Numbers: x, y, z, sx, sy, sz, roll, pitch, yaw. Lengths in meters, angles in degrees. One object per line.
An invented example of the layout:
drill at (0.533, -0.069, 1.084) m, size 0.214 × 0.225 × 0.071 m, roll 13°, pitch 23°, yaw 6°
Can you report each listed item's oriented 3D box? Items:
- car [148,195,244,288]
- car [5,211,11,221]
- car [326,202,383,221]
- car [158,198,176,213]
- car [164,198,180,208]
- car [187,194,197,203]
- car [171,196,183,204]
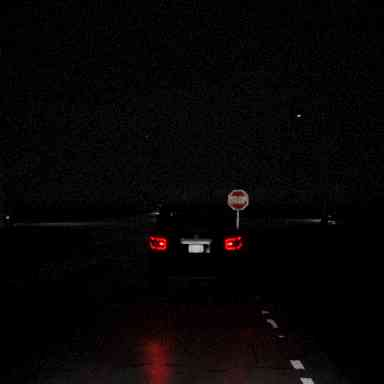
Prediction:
car at (0.090, 1.228, 9.401) m, size 2.150 × 2.045 × 5.566 m, roll 0°, pitch 0°, yaw 0°
car at (-15.516, 1.568, 23.544) m, size 4.902 × 1.511 × 2.128 m, roll 0°, pitch -1°, yaw -2°
car at (13.637, 1.544, 26.607) m, size 5.357 × 1.411 × 2.033 m, roll 0°, pitch -1°, yaw -1°
car at (-2.840, 1.509, 39.094) m, size 1.882 × 1.535 × 5.008 m, roll 0°, pitch 0°, yaw -2°
car at (-2.890, 1.592, 49.762) m, size 2.033 × 1.411 × 5.357 m, roll 0°, pitch 0°, yaw 0°
car at (-0.048, 1.420, 70.935) m, size 2.097 × 1.767 × 4.553 m, roll 0°, pitch 0°, yaw 0°
car at (-2.869, 1.608, 64.470) m, size 2.033 × 1.411 × 5.357 m, roll 0°, pitch 0°, yaw 0°
